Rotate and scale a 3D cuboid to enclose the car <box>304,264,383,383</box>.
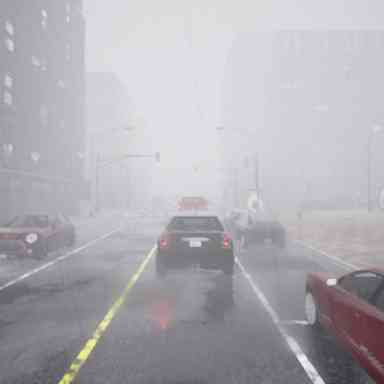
[{"bbox_3d":[2.784,1.553,4.051,1.887,1.381,4.507,1,0,0],"label":"car"}]

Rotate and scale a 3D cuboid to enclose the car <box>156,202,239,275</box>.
[{"bbox_3d":[0.091,1.373,10.699,2.097,1.767,4.553,0,0,0],"label":"car"}]

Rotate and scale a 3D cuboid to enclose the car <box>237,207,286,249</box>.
[{"bbox_3d":[2.830,1.580,14.481,2.008,1.369,4.403,1,0,0],"label":"car"}]

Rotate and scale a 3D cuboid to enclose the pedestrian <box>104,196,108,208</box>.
[{"bbox_3d":[-12.530,1.431,48.209,0.375,1.860,0.375,0,0,0],"label":"pedestrian"}]

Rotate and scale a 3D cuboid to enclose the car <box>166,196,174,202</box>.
[{"bbox_3d":[-5.680,1.746,86.139,1.947,1.339,4.313,1,0,0],"label":"car"}]

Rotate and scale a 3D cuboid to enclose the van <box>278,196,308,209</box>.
[{"bbox_3d":[13.763,1.376,45.065,3.998,1.788,1.690,0,-1,0],"label":"van"}]

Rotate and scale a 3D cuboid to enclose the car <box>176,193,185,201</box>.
[{"bbox_3d":[-3.001,1.402,89.578,2.150,2.045,5.566,0,0,0],"label":"car"}]

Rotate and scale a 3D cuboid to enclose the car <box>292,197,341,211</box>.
[{"bbox_3d":[13.702,1.478,36.683,4.206,1.307,1.802,0,-1,0],"label":"car"}]

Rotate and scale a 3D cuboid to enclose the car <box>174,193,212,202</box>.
[{"bbox_3d":[0.087,1.272,24.449,2.150,2.045,5.566,0,0,0],"label":"car"}]

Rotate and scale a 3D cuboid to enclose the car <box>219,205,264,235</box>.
[{"bbox_3d":[2.830,1.591,20.051,2.008,1.369,4.403,1,0,0],"label":"car"}]

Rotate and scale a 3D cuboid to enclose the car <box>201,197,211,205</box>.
[{"bbox_3d":[2.700,1.714,63.815,1.802,1.307,4.206,1,0,0],"label":"car"}]

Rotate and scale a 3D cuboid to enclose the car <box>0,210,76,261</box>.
[{"bbox_3d":[-5.808,1.465,12.246,1.967,1.590,4.097,1,0,0],"label":"car"}]

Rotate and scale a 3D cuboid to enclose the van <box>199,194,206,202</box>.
[{"bbox_3d":[2.702,1.522,86.101,1.690,1.788,3.998,1,0,0],"label":"van"}]

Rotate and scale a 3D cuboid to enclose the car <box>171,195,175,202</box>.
[{"bbox_3d":[-3.001,1.379,73.641,2.150,2.045,5.566,0,0,0],"label":"car"}]

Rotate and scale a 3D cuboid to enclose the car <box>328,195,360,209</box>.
[{"bbox_3d":[19.290,1.308,45.025,5.009,1.841,2.192,0,-1,0],"label":"car"}]

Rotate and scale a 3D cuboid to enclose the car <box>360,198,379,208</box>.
[{"bbox_3d":[24.820,1.495,44.984,4.507,1.381,1.887,0,-1,0],"label":"car"}]

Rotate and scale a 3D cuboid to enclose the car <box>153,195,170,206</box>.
[{"bbox_3d":[-5.676,1.435,58.284,2.192,1.841,5.009,1,0,0],"label":"car"}]
